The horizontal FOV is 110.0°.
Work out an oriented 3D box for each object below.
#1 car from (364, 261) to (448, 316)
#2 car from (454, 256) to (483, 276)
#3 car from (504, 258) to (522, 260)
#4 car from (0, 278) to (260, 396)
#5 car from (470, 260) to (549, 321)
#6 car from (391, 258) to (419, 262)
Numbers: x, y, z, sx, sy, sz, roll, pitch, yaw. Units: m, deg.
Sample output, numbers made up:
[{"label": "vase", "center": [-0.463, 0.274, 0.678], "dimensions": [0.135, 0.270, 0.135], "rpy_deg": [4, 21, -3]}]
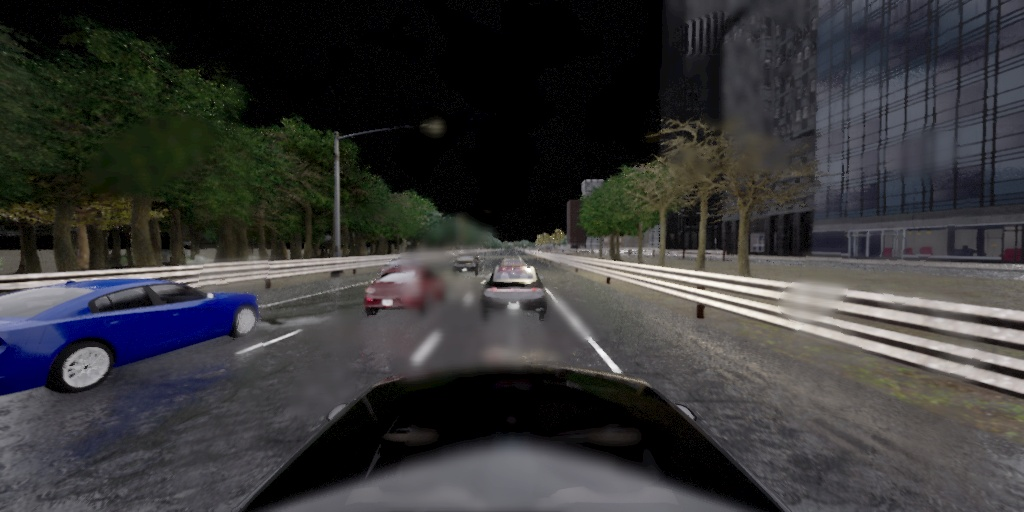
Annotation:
[{"label": "car", "center": [-3.415, 1.064, 12.158], "dimensions": [1.812, 1.442, 4.674], "rpy_deg": [0, 1, 0]}, {"label": "car", "center": [-3.413, 0.704, 28.479], "dimensions": [1.837, 1.490, 4.892], "rpy_deg": [0, 1, 0]}, {"label": "car", "center": [0.083, 0.835, 26.797], "dimensions": [1.895, 1.301, 4.718], "rpy_deg": [0, 1, 0]}, {"label": "car", "center": [-6.948, 1.131, 6.507], "dimensions": [1.882, 1.535, 5.008], "rpy_deg": [0, 1, 0]}, {"label": "car", "center": [0.082, 1.042, 11.484], "dimensions": [2.128, 1.511, 4.902], "rpy_deg": [0, 1, 0]}, {"label": "car", "center": [-6.935, 0.850, 23.559], "dimensions": [2.033, 1.411, 5.357], "rpy_deg": [0, 1, 0]}]
